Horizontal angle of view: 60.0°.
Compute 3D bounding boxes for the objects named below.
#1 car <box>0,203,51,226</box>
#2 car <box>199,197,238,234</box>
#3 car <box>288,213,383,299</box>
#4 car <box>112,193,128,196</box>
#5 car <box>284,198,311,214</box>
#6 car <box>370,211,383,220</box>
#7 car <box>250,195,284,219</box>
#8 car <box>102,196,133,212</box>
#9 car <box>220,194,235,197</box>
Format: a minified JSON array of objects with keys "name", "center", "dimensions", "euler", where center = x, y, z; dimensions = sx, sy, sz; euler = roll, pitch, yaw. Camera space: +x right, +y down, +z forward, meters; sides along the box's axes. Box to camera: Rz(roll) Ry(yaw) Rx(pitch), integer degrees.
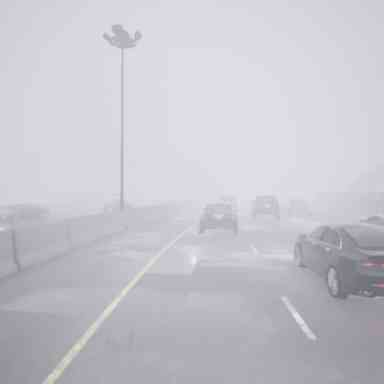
[{"name":"car","center":[-12.211,1.526,23.620],"dimensions":[2.033,1.411,5.357],"euler":[0,0,8]},{"name":"car","center":[1.648,1.378,19.694],"dimensions":[2.097,1.767,4.553],"euler":[0,0,7]},{"name":"car","center":[3.998,1.528,8.446],"dimensions":[1.837,1.490,4.892],"euler":[0,0,3]},{"name":"car","center":[-13.827,1.229,63.400],"dimensions":[2.150,2.045,5.566],"euler":[0,0,8]},{"name":"car","center":[10.518,1.425,33.556],"dimensions":[2.097,1.767,4.553],"euler":[0,0,8]},{"name":"car","center":[7.932,1.569,13.311],"dimensions":[1.812,1.442,4.674],"euler":[0,0,6]},{"name":"car","center":[6.440,1.275,29.498],"dimensions":[2.150,2.045,5.566],"euler":[0,0,8]},{"name":"car","center":[-7.382,1.498,33.226],"dimensions":[2.128,1.511,4.902],"euler":[0,0,8]},{"name":"car","center":[4.236,1.277,39.394],"dimensions":[2.150,2.045,5.566],"euler":[0,0,8]}]
